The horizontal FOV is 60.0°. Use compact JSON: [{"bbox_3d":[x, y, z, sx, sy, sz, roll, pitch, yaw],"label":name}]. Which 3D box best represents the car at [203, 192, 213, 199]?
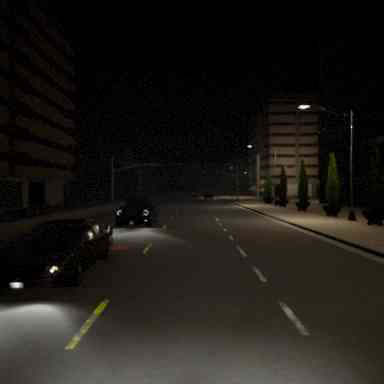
[{"bbox_3d":[3.896,0.877,78.995,1.882,1.535,5.008,0,0,0],"label":"car"}]

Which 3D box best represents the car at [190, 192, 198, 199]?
[{"bbox_3d":[0.398,0.998,79.451,1.895,1.301,4.718,0,0,0],"label":"car"}]

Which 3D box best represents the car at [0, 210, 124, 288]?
[{"bbox_3d":[-3.568,1.479,9.389,2.033,1.411,5.357,0,0,0],"label":"car"}]

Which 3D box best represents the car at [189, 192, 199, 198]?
[{"bbox_3d":[0.519,0.791,89.416,2.128,1.511,4.902,0,0,5],"label":"car"}]

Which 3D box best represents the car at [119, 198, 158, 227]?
[{"bbox_3d":[-3.479,1.193,21.524,2.097,1.767,4.553,0,0,1],"label":"car"}]

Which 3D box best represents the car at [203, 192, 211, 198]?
[{"bbox_3d":[4.018,0.793,89.368,1.812,1.442,4.674,0,0,5],"label":"car"}]
